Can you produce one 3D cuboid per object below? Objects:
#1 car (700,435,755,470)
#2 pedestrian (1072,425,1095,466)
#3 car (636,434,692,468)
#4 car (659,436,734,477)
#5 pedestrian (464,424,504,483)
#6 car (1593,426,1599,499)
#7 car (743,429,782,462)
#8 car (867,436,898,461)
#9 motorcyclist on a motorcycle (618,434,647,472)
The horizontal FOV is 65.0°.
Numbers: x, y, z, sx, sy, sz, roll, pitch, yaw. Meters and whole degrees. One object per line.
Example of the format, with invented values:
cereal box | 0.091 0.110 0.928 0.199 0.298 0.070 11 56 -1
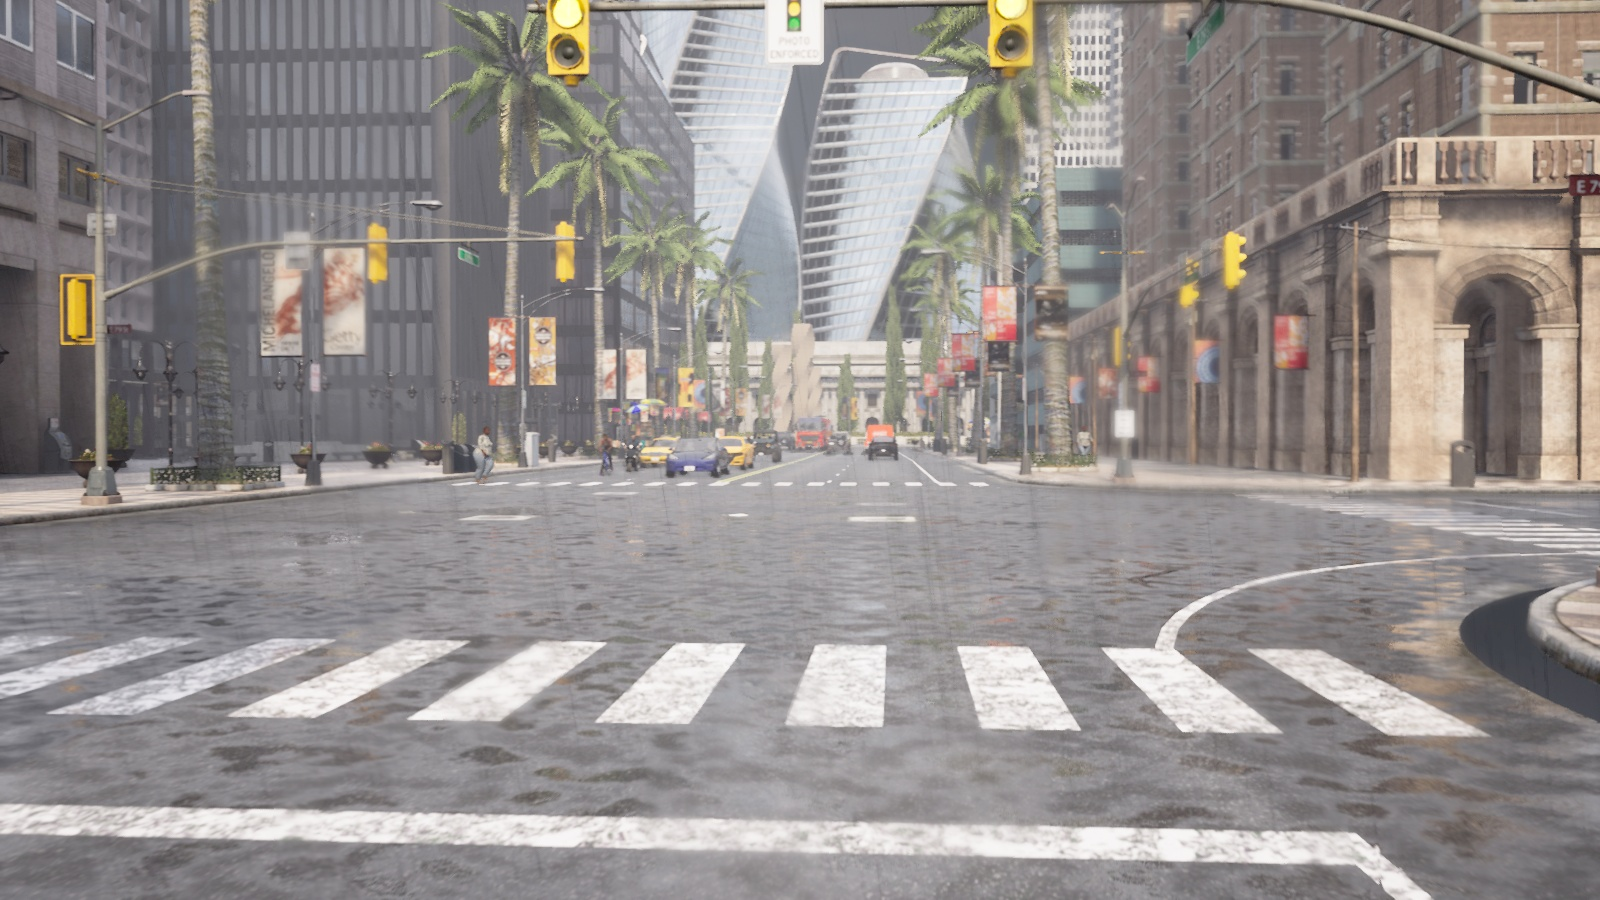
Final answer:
car | -3.252 0.099 57.432 1.882 1.535 5.008 0 1 4
pedestrian | 12.914 -0.213 57.227 0.874 1.855 0.900 0 1 5
car | -6.535 0.023 60.813 1.801 1.575 5.366 0 1 4
car | -3.876 0.223 48.027 2.163 1.488 4.792 0 1 4
pedestrian | -10.002 0.114 39.819 0.900 1.855 0.874 0 1 18
car | 20.513 0.299 27.681 4.611 1.667 2.242 0 1 4
car | -2.160 -0.257 73.540 1.905 1.878 3.866 0 1 4
car | 5.258 -0.143 80.115 1.882 1.535 5.008 0 1 3
motorcyclist on a motorcycle | -7.059 0.122 52.926 0.866 1.590 1.817 0 1 4
